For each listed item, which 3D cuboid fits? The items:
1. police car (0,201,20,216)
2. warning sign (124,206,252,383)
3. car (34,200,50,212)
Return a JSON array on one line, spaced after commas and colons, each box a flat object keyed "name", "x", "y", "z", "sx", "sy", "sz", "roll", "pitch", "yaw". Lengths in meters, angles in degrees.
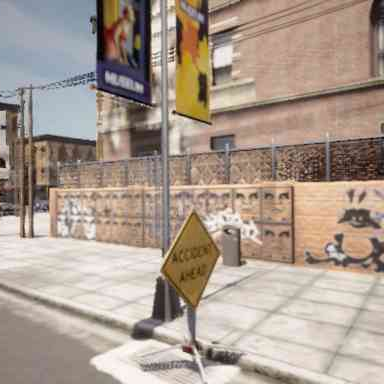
[{"name": "police car", "x": -21.622, "y": 1.867, "z": 38.260, "sx": 1.930, "sy": 1.638, "sz": 5.238, "roll": -1, "pitch": 0, "yaw": 6}, {"name": "warning sign", "x": -0.008, "y": 1.142, "z": 4.243, "sx": 1.060, "sy": 1.860, "sz": 1.300, "roll": -1, "pitch": 0, "yaw": 35}, {"name": "car", "x": -19.724, "y": 1.826, "z": 46.134, "sx": 2.097, "sy": 1.767, "sz": 4.553, "roll": -1, "pitch": 0, "yaw": 21}]
